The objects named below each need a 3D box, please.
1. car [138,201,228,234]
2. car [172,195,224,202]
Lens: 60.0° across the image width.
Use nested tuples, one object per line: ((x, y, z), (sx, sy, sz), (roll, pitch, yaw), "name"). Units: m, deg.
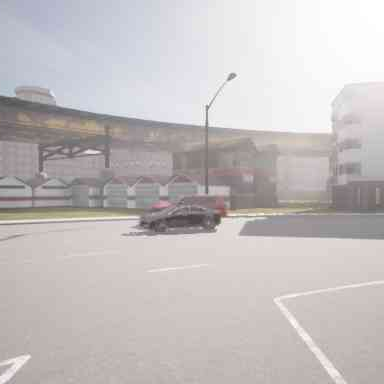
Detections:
((-0.659, 1.491, 19.318), (4.902, 1.511, 2.128), (0, 0, -23), "car")
((-0.220, 1.222, 23.314), (5.566, 2.045, 2.150), (0, -1, -20), "car")
